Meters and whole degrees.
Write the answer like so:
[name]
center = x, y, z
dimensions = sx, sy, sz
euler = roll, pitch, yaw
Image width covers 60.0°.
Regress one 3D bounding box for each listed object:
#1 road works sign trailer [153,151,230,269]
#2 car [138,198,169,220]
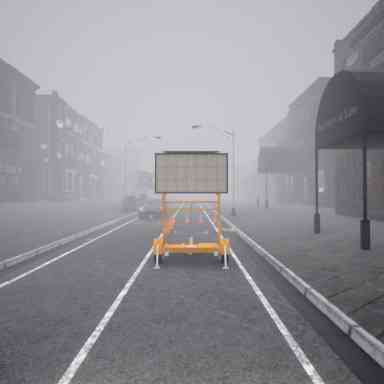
[road works sign trailer]
center = -0.018, 0.443, 11.091
dimensions = 2.380, 3.560, 2.880
euler = 0, 0, 0
[car]
center = -3.081, 1.298, 27.293
dimensions = 2.097, 1.767, 4.553
euler = 0, 0, 0
